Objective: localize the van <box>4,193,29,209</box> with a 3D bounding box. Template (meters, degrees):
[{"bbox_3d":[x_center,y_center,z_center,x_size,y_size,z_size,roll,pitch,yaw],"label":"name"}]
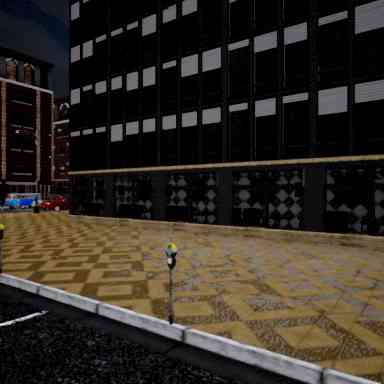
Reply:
[{"bbox_3d":[-20.036,1.050,39.598,1.690,1.788,3.998,1,1,35],"label":"van"}]

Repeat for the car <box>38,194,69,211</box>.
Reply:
[{"bbox_3d":[-13.557,1.269,35.117,1.887,1.381,4.507,1,1,35],"label":"car"}]

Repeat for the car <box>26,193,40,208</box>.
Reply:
[{"bbox_3d":[-16.828,1.213,39.914,1.812,1.442,4.674,0,1,35],"label":"car"}]

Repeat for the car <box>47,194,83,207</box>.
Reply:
[{"bbox_3d":[-16.802,1.079,44.240,1.967,1.590,4.097,1,1,35],"label":"car"}]
